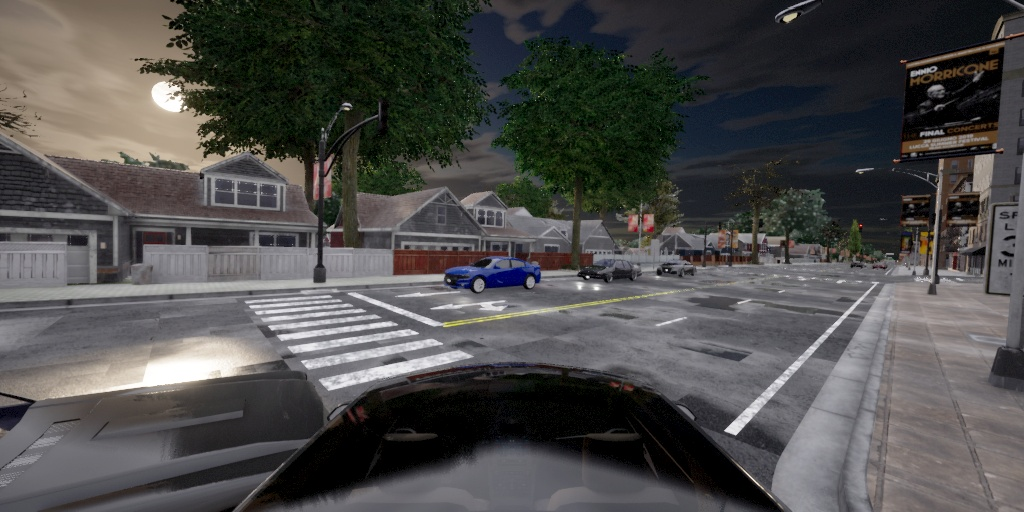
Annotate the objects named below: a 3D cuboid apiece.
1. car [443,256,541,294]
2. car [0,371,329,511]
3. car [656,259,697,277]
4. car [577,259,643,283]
[{"bbox_3d":[-0.788,0.768,16.656,5.008,1.535,1.882,0,3,-43],"label":"car"},{"bbox_3d":[-3.322,1.280,1.524,4.718,1.301,1.895,1,2,-33],"label":"car"},{"bbox_3d":[13.879,0.973,30.174,4.181,1.385,1.994,0,3,-43],"label":"car"},{"bbox_3d":[6.530,0.895,23.415,5.357,1.411,2.033,0,3,-43],"label":"car"}]
